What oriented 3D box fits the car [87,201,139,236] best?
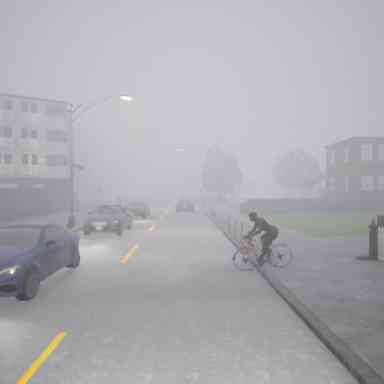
[{"bbox_3d":[-4.490,1.453,18.311,2.128,1.511,4.902,0,0,-1],"label":"car"}]

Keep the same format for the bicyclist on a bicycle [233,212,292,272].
[{"bbox_3d":[1.905,1.357,9.171,1.656,1.620,0.582,-5,0,-1],"label":"bicyclist on a bicycle"}]

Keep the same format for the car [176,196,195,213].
[{"bbox_3d":[-0.734,1.487,35.897,1.994,1.385,4.181,0,0,-1],"label":"car"}]

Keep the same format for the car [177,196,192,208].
[{"bbox_3d":[-1.037,1.389,48.302,2.128,1.511,4.902,0,0,-1],"label":"car"}]

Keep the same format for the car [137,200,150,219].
[{"bbox_3d":[-4.699,1.466,28.366,1.812,1.442,4.674,0,0,-1],"label":"car"}]

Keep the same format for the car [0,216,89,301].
[{"bbox_3d":[-4.248,1.508,8.403,1.812,1.442,4.674,0,0,-1],"label":"car"}]
